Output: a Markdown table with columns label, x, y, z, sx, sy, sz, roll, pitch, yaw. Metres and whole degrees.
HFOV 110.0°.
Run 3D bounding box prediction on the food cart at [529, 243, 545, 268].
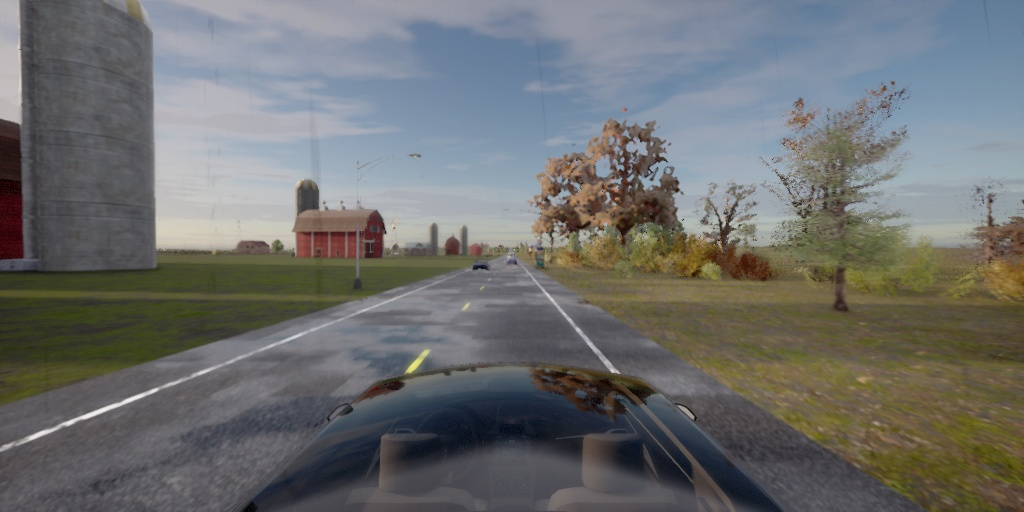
| label | x | y | z | sx | sy | sz | roll | pitch | yaw |
| --- | --- | --- | --- | --- | --- | --- | --- | --- | --- |
| food cart | 3.994 | -0.080 | 52.932 | 2.280 | 3.560 | 4.660 | 0 | 0 | 0 |

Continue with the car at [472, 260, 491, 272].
| label | x | y | z | sx | sy | sz | roll | pitch | yaw |
| --- | --- | --- | --- | --- | --- | --- | --- | --- | --- |
| car | -3.593 | 1.117 | 42.360 | 1.895 | 1.301 | 4.718 | 0 | 0 | 0 |

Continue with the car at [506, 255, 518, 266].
| label | x | y | z | sx | sy | sz | roll | pitch | yaw |
| --- | --- | --- | --- | --- | --- | --- | --- | --- | --- |
| car | -0.008 | 0.922 | 62.674 | 1.812 | 1.442 | 4.674 | 0 | 0 | 0 |
